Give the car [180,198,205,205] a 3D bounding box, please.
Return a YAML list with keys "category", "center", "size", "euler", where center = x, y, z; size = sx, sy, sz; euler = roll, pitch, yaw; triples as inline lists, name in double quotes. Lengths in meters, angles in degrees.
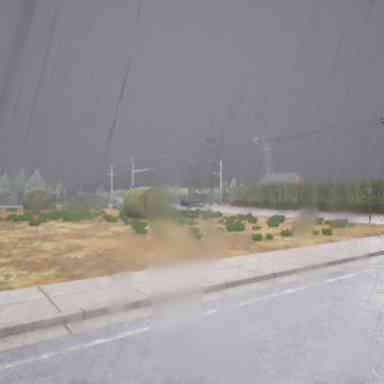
- category: "car"
  center: [0.074, 1.653, 50.686]
  size: [2.128, 1.511, 4.902]
  euler: [0, 0, -34]
